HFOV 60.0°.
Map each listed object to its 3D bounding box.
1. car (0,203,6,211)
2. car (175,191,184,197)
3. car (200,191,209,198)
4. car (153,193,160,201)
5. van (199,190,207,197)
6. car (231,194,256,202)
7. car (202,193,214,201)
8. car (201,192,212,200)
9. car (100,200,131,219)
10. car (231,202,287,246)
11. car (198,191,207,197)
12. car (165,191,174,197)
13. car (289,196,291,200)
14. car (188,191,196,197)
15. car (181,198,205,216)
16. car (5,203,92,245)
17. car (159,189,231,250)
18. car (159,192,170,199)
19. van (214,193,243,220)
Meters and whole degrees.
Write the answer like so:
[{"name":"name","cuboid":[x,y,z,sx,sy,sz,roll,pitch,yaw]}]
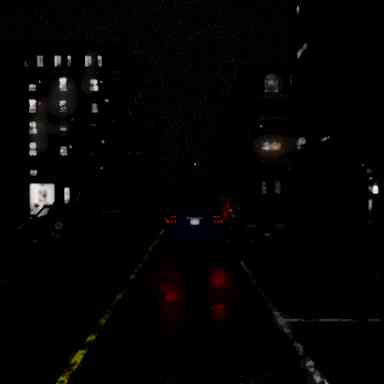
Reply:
[{"name":"car","cuboid":[-22.406,1.418,35.927,4.403,1.369,2.008,-1,2,0]},{"name":"car","cuboid":[-3.006,0.537,79.338,1.994,1.385,4.181,0,1,0]},{"name":"car","cuboid":[2.678,0.593,74.131,1.887,1.381,4.507,0,1,0]},{"name":"car","cuboid":[-5.701,0.820,57.574,1.947,1.339,4.313,0,1,0]},{"name":"van","cuboid":[2.676,0.322,79.652,1.690,1.788,3.998,0,1,0]},{"name":"car","cuboid":[2.681,1.055,19.640,2.192,1.841,5.009,0,1,0]},{"name":"car","cuboid":[2.680,0.836,57.563,1.802,1.307,4.206,0,1,0]},{"name":"car","cuboid":[2.679,0.751,63.086,1.947,1.339,4.313,0,1,0]},{"name":"car","cuboid":[-5.699,1.250,25.172,1.802,1.307,4.206,0,1,0]},{"name":"car","cuboid":[2.683,1.357,14.116,1.887,1.381,4.507,0,1,0]},{"name":"car","cuboid":[2.677,0.479,85.178,1.947,1.339,4.313,0,1,0]},{"name":"car","cuboid":[-5.704,0.457,85.190,1.887,1.381,4.507,0,1,0]},{"name":"car","cuboid":[15.756,0.448,44.696,5.009,1.841,2.192,-1,2,0]},{"name":"car","cuboid":[-0.007,0.407,87.015,1.812,1.442,4.674,0,1,0]},{"name":"car","cuboid":[0.098,1.220,28.914,1.895,1.301,4.718,0,1,0]},{"name":"car","cuboid":[-5.699,1.252,14.115,1.967,1.590,4.097,0,1,0]},{"name":"car","cuboid":[0.096,1.041,13.546,2.150,2.045,5.566,0,1,0]},{"name":"car","cuboid":[-5.702,0.682,68.620,1.947,1.339,4.313,0,1,0]},{"name":"van","cuboid":[2.680,1.009,25.168,1.690,1.788,3.998,0,1,0]}]
